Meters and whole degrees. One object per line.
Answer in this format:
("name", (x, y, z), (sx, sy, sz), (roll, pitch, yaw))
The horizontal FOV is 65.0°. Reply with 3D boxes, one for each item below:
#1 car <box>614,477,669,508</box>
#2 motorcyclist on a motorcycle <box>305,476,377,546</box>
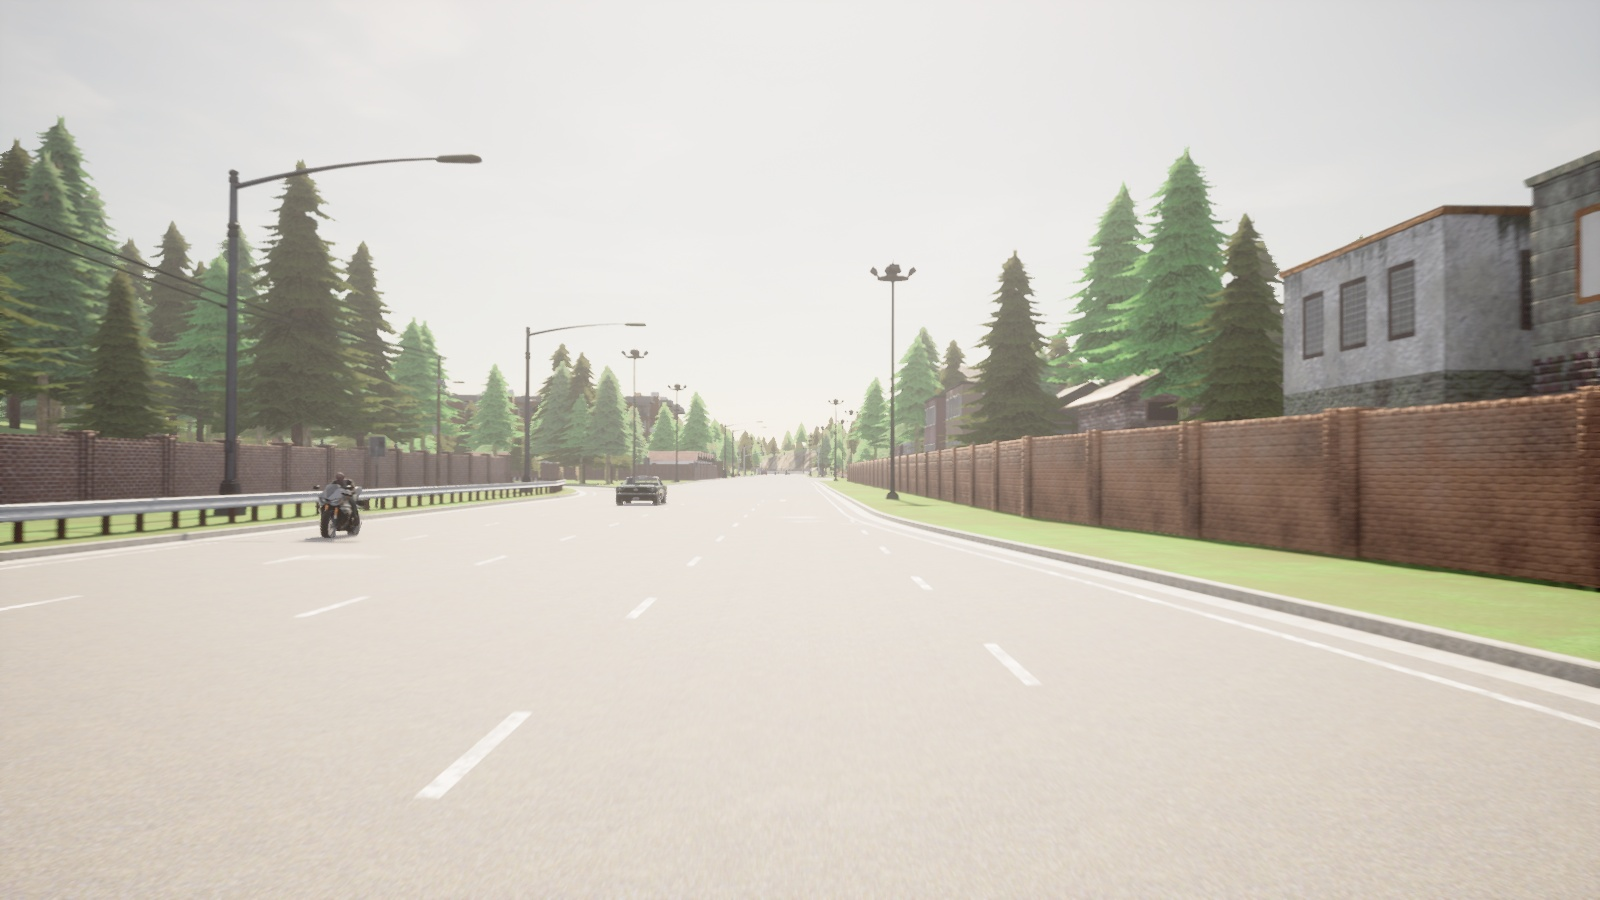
("car", (-7.138, 1.892, 56.863), (1.895, 1.301, 4.718), (0, -1, 0))
("motorcyclist on a motorcycle", (-10.571, 1.375, 29.005), (0.866, 1.530, 2.191), (0, -1, 0))
